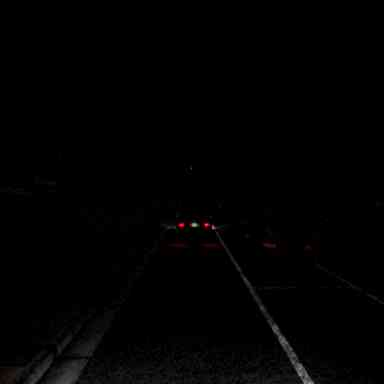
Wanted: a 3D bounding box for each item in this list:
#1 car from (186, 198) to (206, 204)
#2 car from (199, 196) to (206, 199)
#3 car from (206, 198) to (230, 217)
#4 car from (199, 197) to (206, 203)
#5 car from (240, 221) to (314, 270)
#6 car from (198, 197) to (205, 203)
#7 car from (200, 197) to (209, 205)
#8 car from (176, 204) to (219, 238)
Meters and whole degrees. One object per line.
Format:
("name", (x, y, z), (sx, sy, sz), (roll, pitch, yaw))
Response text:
("car", (0.084, 1.657, 32.972), (2.033, 1.411, 5.357), (0, 0, 4))
("car", (2.674, 1.847, 59.921), (1.947, 1.339, 4.313), (1, -1, 0))
("car", (2.673, 1.550, 33.175), (1.967, 1.590, 4.097), (2, 0, 0))
("car", (2.681, 2.098, 87.276), (1.752, 1.417, 4.829), (1, -1, 0))
("car", (2.663, 1.608, 10.960), (1.802, 1.307, 4.206), (2, 0, 0))
("car", (2.682, 2.166, 92.714), (1.752, 1.417, 4.829), (1, -1, 0))
("car", (2.678, 1.911, 70.964), (1.752, 1.417, 4.829), (1, -1, 0))
("car", (0.108, 1.594, 17.977), (2.033, 1.411, 5.357), (0, 0, 0))
